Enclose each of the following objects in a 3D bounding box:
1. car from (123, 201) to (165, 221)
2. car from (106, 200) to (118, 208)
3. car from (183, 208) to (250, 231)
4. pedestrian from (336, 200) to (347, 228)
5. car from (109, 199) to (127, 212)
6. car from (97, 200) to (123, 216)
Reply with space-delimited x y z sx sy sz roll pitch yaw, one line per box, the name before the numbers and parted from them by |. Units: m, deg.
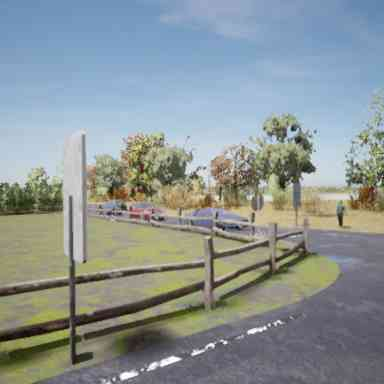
car | -4.282 1.704 30.717 2.097 1.767 4.553 -1 0 -33
car | -15.094 2.249 62.988 1.812 1.442 4.674 -1 0 -18
car | 1.462 1.759 22.310 2.033 1.411 5.357 -1 0 -35
pedestrian | 9.479 1.378 21.255 0.375 1.860 0.375 -2 1 -35
car | -11.135 1.933 49.830 2.097 1.767 4.553 -1 0 -19
car | -9.851 2.037 39.583 2.033 1.411 5.357 -1 0 -29
